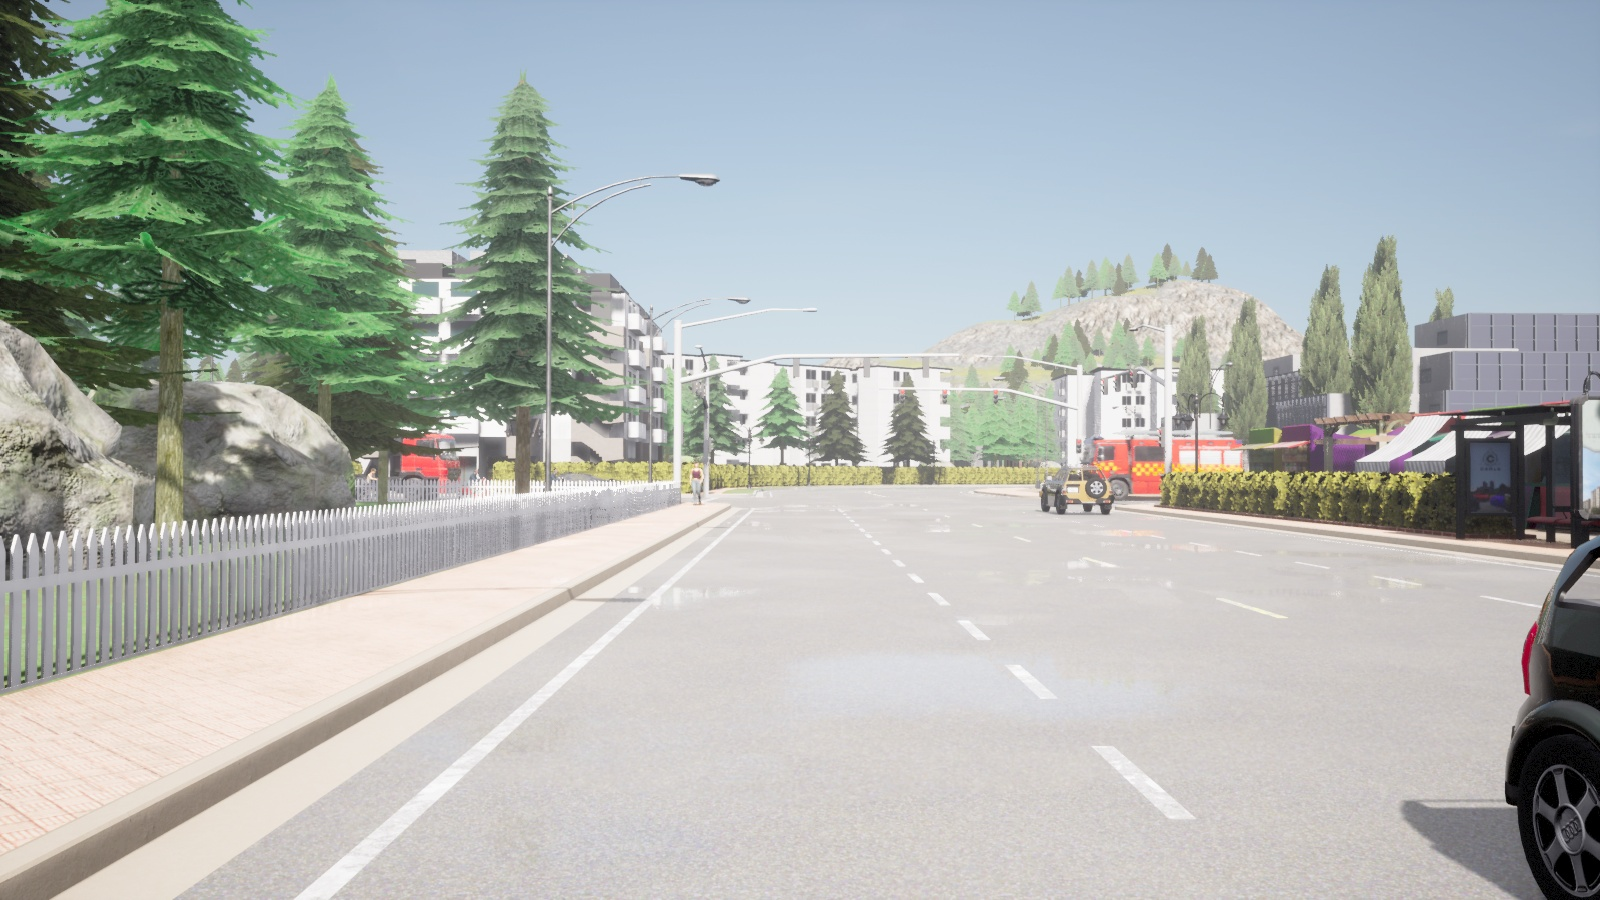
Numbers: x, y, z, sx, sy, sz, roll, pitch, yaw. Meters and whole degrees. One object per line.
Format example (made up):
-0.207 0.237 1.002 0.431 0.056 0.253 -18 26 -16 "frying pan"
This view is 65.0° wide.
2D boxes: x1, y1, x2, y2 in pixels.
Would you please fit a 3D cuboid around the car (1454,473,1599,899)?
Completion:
3.491 0.831 3.103 1.789 1.549 3.705 0 -1 0 "car"

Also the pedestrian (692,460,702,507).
-4.125 1.328 50.077 0.345 1.836 0.594 0 -1 0 "pedestrian"

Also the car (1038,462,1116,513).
10.378 1.383 47.345 1.932 1.855 4.605 0 -1 0 "car"

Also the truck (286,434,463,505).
-21.319 0.977 63.230 7.936 3.462 2.891 0 -1 1 "truck"

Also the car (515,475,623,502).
-12.198 2.025 66.507 5.357 1.411 2.033 0 -1 1 "car"

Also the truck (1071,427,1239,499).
19.495 0.733 69.313 8.468 3.827 2.891 0 -1 1 "truck"
